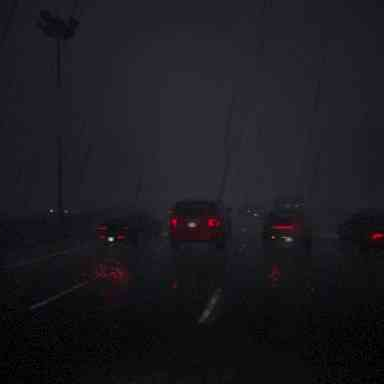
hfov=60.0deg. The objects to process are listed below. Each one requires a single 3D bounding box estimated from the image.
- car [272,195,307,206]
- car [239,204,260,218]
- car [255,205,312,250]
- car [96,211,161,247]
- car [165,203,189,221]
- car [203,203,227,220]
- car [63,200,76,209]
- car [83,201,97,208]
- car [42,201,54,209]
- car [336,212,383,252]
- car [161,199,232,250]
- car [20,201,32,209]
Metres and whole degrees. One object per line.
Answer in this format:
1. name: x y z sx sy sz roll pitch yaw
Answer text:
1. car: 9.139 1.311 31.698 2.150 2.045 5.566 -1 0 0
2. car: 5.642 1.747 31.766 1.895 1.301 4.718 -1 0 -1
3. car: 4.003 1.539 14.591 2.128 1.511 4.902 -1 0 11
4. car: -2.857 1.665 15.974 1.837 1.490 4.892 -1 0 11
5. car: -1.354 1.795 31.628 2.033 1.411 5.357 -1 0 0
6. car: 2.143 1.798 31.757 1.895 1.301 4.718 -1 0 0
7. car: -21.517 2.241 58.603 1.837 1.490 4.892 0 -1 -24
8. car: -18.756 2.278 60.981 1.994 1.385 4.181 -1 0 -24
9. car: -26.082 2.309 60.126 2.128 1.511 4.902 -1 0 -27
10. car: 7.387 1.537 13.594 2.033 1.411 5.357 -1 0 11
11. car: 0.526 1.317 15.004 2.150 2.045 5.566 -1 0 11
12. car: -30.590 2.370 61.198 1.882 1.535 5.008 -1 -1 -30
